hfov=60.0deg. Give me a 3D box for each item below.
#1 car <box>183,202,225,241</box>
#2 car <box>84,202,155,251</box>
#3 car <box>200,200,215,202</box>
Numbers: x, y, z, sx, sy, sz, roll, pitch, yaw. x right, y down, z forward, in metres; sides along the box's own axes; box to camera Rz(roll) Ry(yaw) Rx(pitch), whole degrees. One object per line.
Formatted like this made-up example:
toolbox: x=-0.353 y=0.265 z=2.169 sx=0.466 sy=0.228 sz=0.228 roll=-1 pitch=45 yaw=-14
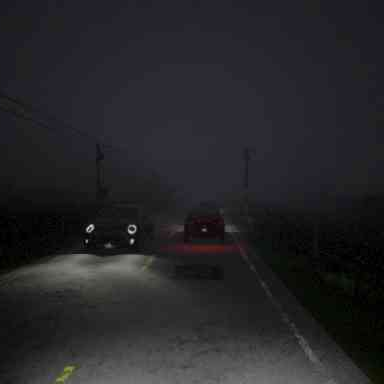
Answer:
car: x=0.639 y=1.481 z=16.783 sx=1.882 sy=1.535 sz=5.008 roll=0 pitch=0 yaw=3
car: x=-2.899 y=1.352 z=14.149 sx=2.097 sy=1.767 sz=4.553 roll=0 pitch=0 yaw=3
car: x=1.562 y=1.499 z=32.810 sx=2.128 sy=1.511 sz=4.902 roll=0 pitch=0 yaw=4
